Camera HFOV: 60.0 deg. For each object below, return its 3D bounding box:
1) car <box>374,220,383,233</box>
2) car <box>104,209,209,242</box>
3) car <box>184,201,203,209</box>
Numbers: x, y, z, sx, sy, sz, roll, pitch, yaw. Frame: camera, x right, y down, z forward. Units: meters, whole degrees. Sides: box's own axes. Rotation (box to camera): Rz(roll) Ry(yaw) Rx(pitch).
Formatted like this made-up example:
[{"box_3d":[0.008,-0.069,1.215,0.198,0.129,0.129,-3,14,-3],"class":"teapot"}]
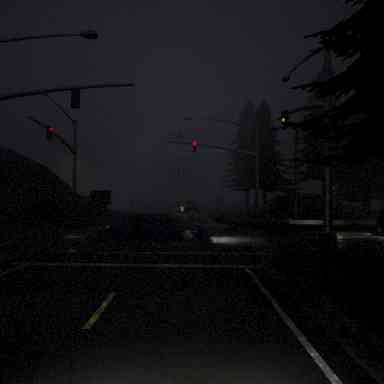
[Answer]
[{"box_3d":[14.204,1.868,21.189,4.553,1.767,2.097,0,-1,0],"class":"car"},{"box_3d":[-1.825,1.807,17.520,5.357,1.411,2.033,0,-1,0],"class":"car"},{"box_3d":[0.225,1.999,45.954,2.097,1.767,4.553,0,-2,8],"class":"car"}]
